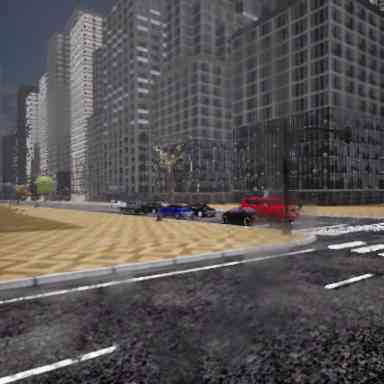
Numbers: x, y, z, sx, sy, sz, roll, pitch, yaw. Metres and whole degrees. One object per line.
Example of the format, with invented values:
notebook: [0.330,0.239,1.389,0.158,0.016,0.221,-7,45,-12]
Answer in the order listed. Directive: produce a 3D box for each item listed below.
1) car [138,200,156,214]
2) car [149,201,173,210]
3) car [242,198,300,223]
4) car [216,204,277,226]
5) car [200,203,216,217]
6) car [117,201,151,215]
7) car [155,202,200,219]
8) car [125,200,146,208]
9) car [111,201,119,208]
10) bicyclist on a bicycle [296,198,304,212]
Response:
car: [-5.092,2.114,45.084,1.837,1.490,4.892,-1,-1,-35]
car: [-5.336,2.304,56.854,1.895,1.301,4.718,-1,-1,-35]
car: [6.528,1.512,28.590,2.150,2.045,5.566,-1,-1,-35]
car: [4.194,1.876,26.265,1.994,1.385,4.181,-1,-1,-35]
car: [0.750,1.954,36.788,1.837,1.490,4.892,-1,-1,-35]
car: [-7.517,2.234,42.880,1.895,1.301,4.718,-1,-1,-35]
car: [-1.605,1.996,34.485,1.812,1.442,4.674,-1,-1,-35]
car: [-11.085,2.352,65.000,2.128,1.511,4.902,-1,-1,-35]
car: [-13.740,2.416,63.126,1.812,1.442,4.674,-1,-1,-35]
bicyclist on a bicycle: [12.586,1.568,38.828,1.656,1.620,0.582,-1,0,-35]
